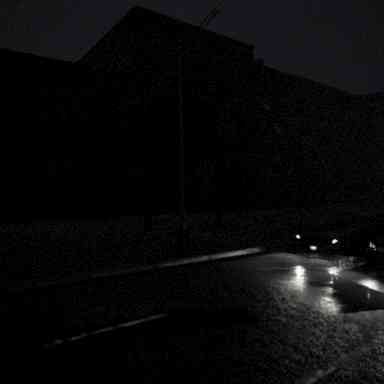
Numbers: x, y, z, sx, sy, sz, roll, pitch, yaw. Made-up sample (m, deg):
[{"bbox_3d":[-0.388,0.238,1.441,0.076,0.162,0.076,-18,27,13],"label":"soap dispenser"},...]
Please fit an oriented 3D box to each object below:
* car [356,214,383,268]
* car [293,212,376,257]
[{"bbox_3d":[7.074,1.463,9.981,4.674,1.442,1.812,0,0,-36],"label":"car"},{"bbox_3d":[6.224,1.482,12.818,5.357,1.411,2.033,0,0,-37],"label":"car"}]
